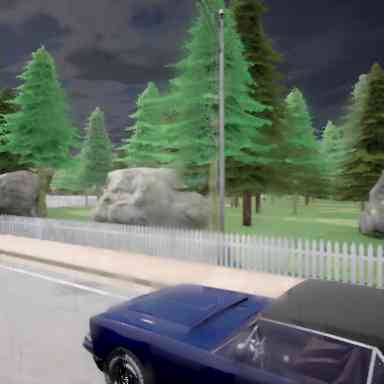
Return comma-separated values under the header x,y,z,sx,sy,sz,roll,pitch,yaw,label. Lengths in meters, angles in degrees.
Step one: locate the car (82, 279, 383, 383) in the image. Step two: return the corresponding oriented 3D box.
x,y,z,sx,sy,sz,roll,pitch,yaw,label
1.078,1.601,3.223,4.718,1.301,1.895,0,0,36,car
